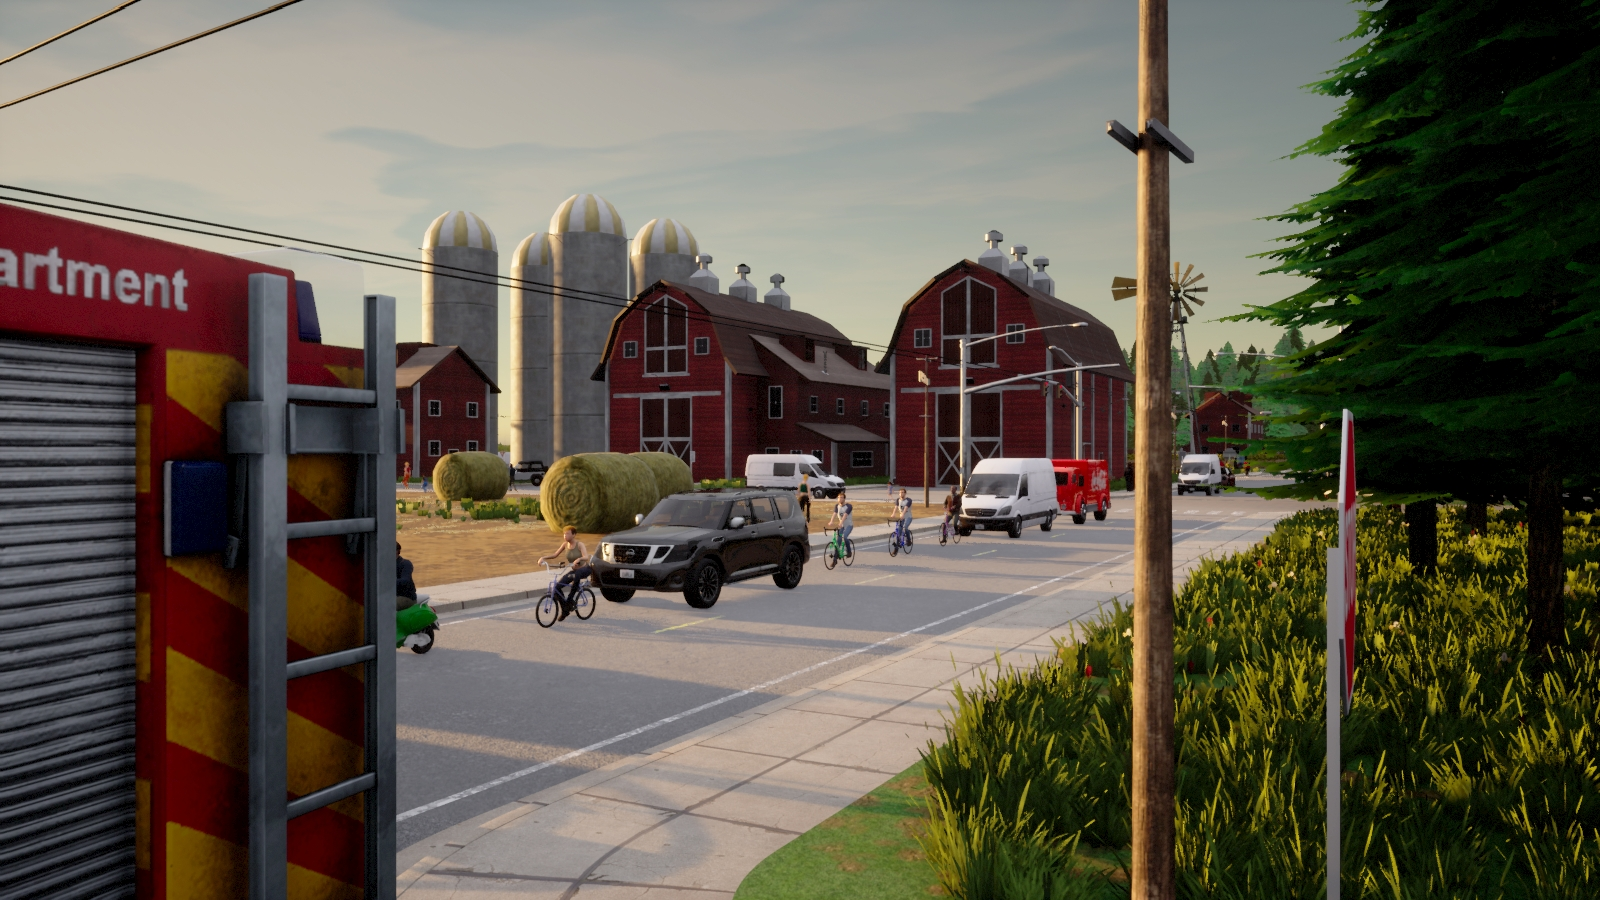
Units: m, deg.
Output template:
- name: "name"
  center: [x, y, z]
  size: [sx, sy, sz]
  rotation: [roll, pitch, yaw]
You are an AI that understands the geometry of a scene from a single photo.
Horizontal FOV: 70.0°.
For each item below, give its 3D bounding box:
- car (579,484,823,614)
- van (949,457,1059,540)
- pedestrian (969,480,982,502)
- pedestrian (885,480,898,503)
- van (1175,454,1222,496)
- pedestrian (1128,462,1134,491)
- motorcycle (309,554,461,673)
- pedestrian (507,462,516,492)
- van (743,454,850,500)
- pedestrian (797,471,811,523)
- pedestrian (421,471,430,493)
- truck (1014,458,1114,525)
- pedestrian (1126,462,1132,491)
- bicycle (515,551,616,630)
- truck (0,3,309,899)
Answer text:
- name: "car"
  center: [-1.726, 1.779, 22.457]
  size: [2.150, 2.045, 5.566]
  rotation: [0, 0, 27]
- name: "van"
  center: [7.076, 1.534, 38.966]
  size: [1.988, 2.561, 5.915]
  rotation: [0, 0, 28]
- name: "pedestrian"
  center: [8.865, 2.051, 57.781]
  size: [0.500, 1.100, 0.500]
  rotation: [0, 0, 35]
- name: "pedestrian"
  center: [4.556, 2.054, 56.901]
  size: [0.500, 1.100, 0.500]
  rotation: [0, 0, 30]
- name: "van"
  center: [25.700, 1.534, 73.537]
  size: [1.988, 2.561, 5.915]
  rotation: [0, 0, 28]
- name: "pedestrian"
  center: [21.409, 1.695, 73.900]
  size: [0.375, 1.860, 0.375]
  rotation: [0, 0, 21]
- name: "motorcycle"
  center: [-5.538, 2.142, 15.342]
  size: [0.856, 1.316, 1.805]
  rotation: [0, 0, 28]
- name: "pedestrian"
  center: [-17.850, 1.670, 70.749]
  size: [0.375, 1.860, 0.375]
  rotation: [0, 0, 35]
- name: "van"
  center: [-0.232, 1.504, 65.681]
  size: [5.915, 2.561, 1.988]
  rotation: [0, 0, 27]
- name: "pedestrian"
  center: [0.142, 1.681, 40.838]
  size: [0.375, 1.860, 0.375]
  rotation: [0, 0, 23]
- name: "pedestrian"
  center: [-22.731, 1.951, 69.407]
  size: [0.375, 1.300, 0.375]
  rotation: [0, 0, 32]
- name: "truck"
  center: [10.574, 1.568, 45.388]
  size: [2.627, 2.467, 5.204]
  rotation: [0, 0, 28]
- name: "pedestrian"
  center: [21.090, 1.695, 73.230]
  size: [0.375, 1.860, 0.375]
  rotation: [0, 0, 22]
- name: "bicycle"
  center: [-3.799, 2.256, 18.612]
  size: [0.859, 1.080, 1.487]
  rotation: [0, 0, 28]
- name: "truck"
  center: [-6.023, 0.867, 3.733]
  size: [8.468, 3.827, 2.891]
  rotation: [0, 0, 20]
